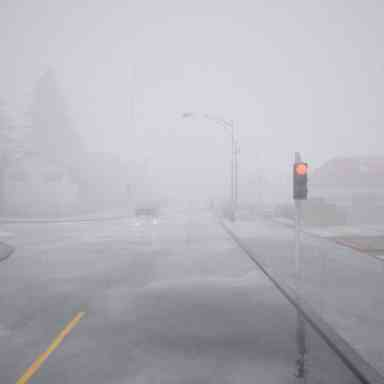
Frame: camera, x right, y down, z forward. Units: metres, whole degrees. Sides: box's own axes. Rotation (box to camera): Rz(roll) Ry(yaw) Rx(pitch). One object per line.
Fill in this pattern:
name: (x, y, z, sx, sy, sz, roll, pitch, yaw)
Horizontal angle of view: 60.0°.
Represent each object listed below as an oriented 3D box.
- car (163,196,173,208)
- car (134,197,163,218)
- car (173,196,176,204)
car: (-4.102, 1.506, 47.338, 1.837, 1.490, 4.892, 0, 0, 0)
car: (-4.106, 1.478, 30.889, 1.882, 1.535, 5.008, 0, 0, 0)
car: (-4.061, 1.526, 63.153, 1.812, 1.442, 4.674, 0, 0, 0)
